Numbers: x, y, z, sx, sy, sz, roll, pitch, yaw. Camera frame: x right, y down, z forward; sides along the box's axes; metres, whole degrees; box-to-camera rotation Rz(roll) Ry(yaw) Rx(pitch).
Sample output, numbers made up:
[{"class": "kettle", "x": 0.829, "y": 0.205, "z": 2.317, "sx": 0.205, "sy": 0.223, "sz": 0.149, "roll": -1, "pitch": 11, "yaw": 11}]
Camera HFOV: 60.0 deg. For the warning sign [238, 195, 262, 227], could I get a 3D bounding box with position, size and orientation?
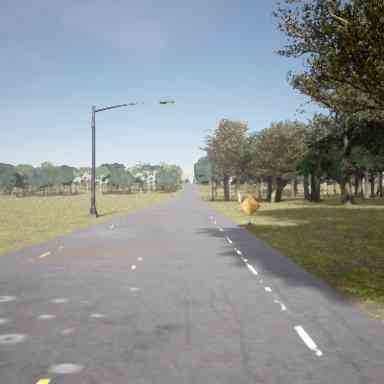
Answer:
[{"class": "warning sign", "x": 3.558, "y": 1.136, "z": 20.437, "sx": 1.300, "sy": 1.860, "sz": 1.060, "roll": 1, "pitch": 0, "yaw": 0}]
